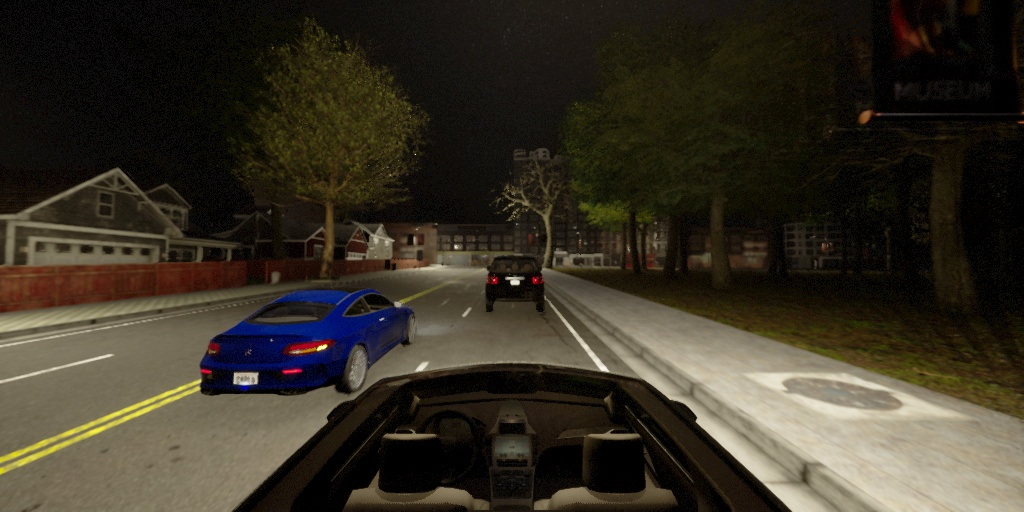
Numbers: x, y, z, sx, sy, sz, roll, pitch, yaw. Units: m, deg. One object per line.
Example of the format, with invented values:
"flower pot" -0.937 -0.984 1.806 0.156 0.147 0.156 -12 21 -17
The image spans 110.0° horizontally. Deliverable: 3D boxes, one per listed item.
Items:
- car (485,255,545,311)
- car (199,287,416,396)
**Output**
"car" 0.105 0.999 14.821 2.150 2.045 5.566 0 0 0
"car" -3.147 1.285 6.540 1.812 1.442 4.674 0 0 0
